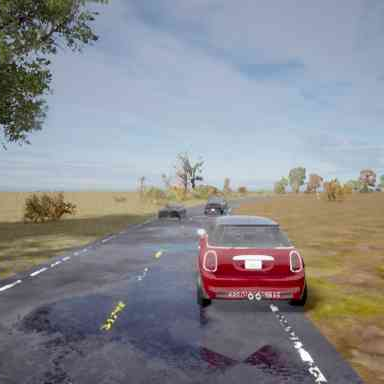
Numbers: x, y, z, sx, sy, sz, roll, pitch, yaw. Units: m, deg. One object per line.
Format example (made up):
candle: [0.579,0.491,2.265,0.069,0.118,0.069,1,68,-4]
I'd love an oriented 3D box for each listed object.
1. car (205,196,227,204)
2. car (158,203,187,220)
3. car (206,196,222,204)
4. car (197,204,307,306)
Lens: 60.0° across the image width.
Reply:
car: [2.386,1.493,34.813,1.837,1.490,4.892,0,0,8]
car: [-1.579,1.594,27.971,1.895,1.301,4.718,0,0,6]
car: [4.170,1.454,62.337,2.128,1.511,4.902,0,0,13]
car: [1.197,1.351,8.221,2.097,1.767,4.553,0,0,2]
